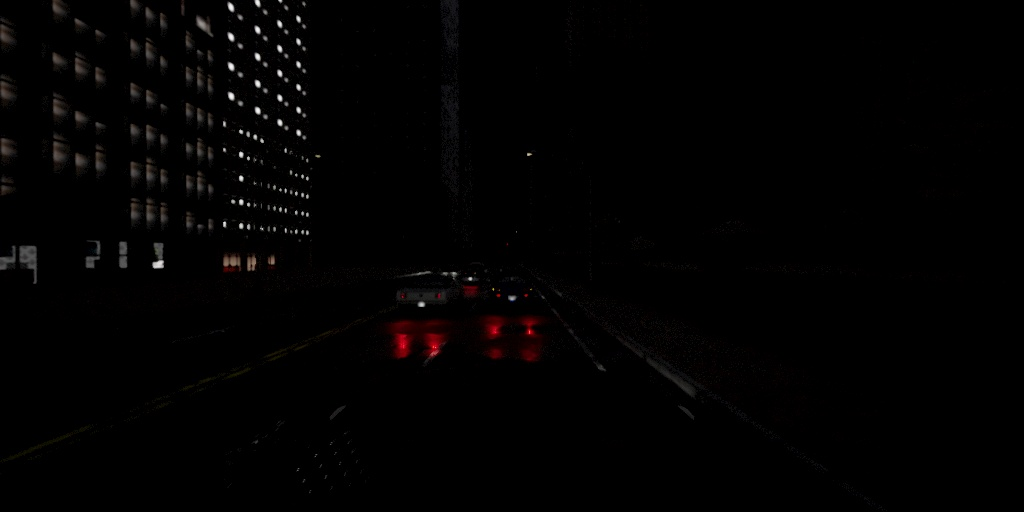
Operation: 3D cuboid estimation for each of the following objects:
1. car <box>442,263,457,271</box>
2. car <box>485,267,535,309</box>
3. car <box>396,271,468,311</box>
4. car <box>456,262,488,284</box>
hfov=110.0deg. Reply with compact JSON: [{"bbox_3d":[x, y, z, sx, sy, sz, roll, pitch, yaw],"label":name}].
[{"bbox_3d":[-9.816,1.825,57.568,1.812,1.442,4.674,0,-1,0],"label":"car"},{"bbox_3d":[0.023,1.411,15.758,1.812,1.442,4.674,0,0,0],"label":"car"},{"bbox_3d":[-3.234,1.480,15.092,1.895,1.301,4.718,0,-1,0],"label":"car"},{"bbox_3d":[-3.230,1.535,30.358,1.837,1.490,4.892,0,0,0],"label":"car"}]
